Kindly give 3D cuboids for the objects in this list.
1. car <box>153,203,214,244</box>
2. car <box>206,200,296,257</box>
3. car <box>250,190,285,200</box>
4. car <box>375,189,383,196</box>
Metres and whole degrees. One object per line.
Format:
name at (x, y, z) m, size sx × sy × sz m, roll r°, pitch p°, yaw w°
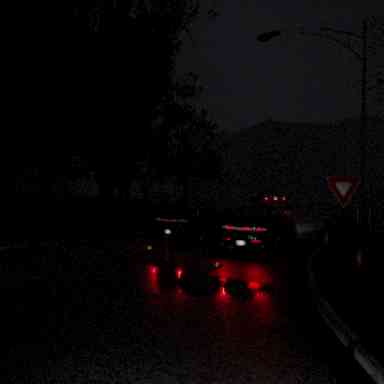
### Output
car at (0.226, 1.213, 14.605) m, size 2.128 × 1.511 × 4.902 m, roll 1°, pitch 2°, yaw 28°
car at (2.600, 1.285, 12.339) m, size 2.128 × 1.511 × 4.902 m, roll 1°, pitch 2°, yaw 27°
car at (6.938, 0.568, 30.954) m, size 2.097 × 1.767 × 4.553 m, roll 0°, pitch 2°, yaw -8°
car at (30.207, -0.184, 50.360) m, size 2.185 × 1.767 × 4.553 m, roll -1°, pitch 2°, yaw -20°
